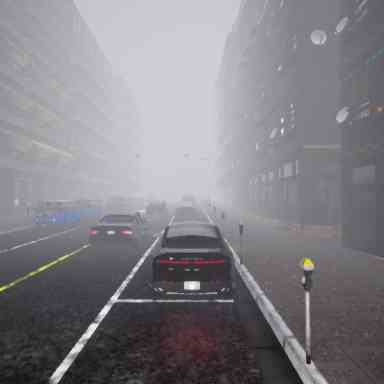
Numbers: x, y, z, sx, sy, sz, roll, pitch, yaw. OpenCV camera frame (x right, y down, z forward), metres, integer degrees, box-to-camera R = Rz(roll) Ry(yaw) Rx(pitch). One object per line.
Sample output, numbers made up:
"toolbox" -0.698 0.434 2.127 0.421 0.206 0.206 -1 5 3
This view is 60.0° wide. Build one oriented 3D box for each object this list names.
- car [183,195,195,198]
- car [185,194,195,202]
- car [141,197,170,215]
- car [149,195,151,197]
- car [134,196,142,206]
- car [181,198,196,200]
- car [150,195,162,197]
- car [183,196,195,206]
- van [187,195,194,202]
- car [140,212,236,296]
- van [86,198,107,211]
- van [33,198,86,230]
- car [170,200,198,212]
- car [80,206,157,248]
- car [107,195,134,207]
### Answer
"car" -0.427 1.490 37.286 1.967 1.590 4.097 1 0 0
"car" -0.468 1.521 81.536 2.192 1.841 5.009 1 0 0
"car" -3.016 1.527 30.213 2.128 1.511 4.902 0 0 0
"car" -8.318 1.660 53.938 1.947 1.339 4.313 1 0 0
"car" -8.312 1.379 42.876 2.192 1.841 5.009 1 0 0
"car" -0.437 1.582 31.754 1.887 1.381 4.507 1 0 0
"car" -8.314 1.471 70.528 2.192 1.841 5.009 1 0 0
"car" -0.470 1.553 59.411 1.967 1.590 4.097 1 0 0
"van" -0.469 1.575 87.068 1.690 1.788 3.998 1 0 0
"car" 0.000 1.509 8.653 1.837 1.490 4.892 0 0 0
"van" -8.312 1.368 26.285 1.690 1.788 3.998 1 0 0
"van" -8.311 1.359 20.753 1.690 1.788 3.998 2 0 0
"car" -0.436 1.572 26.224 1.887 1.381 4.507 1 0 0
"car" -3.019 1.558 14.903 2.033 1.411 5.357 0 0 0
"car" -8.312 1.365 37.346 2.192 1.841 5.009 1 0 0
